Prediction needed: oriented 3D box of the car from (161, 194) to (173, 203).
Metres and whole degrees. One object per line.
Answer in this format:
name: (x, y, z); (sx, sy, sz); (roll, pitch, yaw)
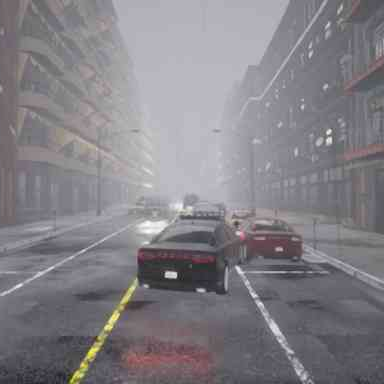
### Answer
car: (-5.445, 1.470, 72.871); (2.192, 1.841, 5.009); (1, 0, 0)

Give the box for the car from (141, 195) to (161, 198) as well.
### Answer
car: (-5.374, 1.367, 39.690); (2.192, 1.841, 5.009); (2, 0, 0)

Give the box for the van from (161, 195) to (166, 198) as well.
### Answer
van: (-5.398, 1.420, 50.748); (1.690, 1.788, 3.998); (2, 0, 0)

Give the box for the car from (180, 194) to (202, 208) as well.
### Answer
car: (-0.093, 1.285, 44.634); (2.150, 2.045, 5.566); (0, 0, 0)

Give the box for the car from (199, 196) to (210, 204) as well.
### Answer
car: (2.451, 1.574, 67.297); (1.967, 1.590, 4.097); (1, 0, 0)

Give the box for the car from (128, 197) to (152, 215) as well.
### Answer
car: (-5.368, 1.566, 33.988); (1.752, 1.417, 4.829); (2, 0, 0)

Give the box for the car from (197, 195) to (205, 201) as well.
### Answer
car: (2.362, 1.668, 89.422); (1.967, 1.590, 4.097); (1, 0, 0)

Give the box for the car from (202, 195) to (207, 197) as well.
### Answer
car: (2.465, 1.640, 56.235); (1.887, 1.381, 4.507); (1, 0, 0)

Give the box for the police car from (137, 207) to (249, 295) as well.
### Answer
police car: (0.256, 1.430, 9.033); (1.930, 1.638, 5.238); (0, 0, 15)

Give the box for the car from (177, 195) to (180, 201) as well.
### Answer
car: (-2.941, 1.581, 89.969); (2.097, 1.767, 4.553); (0, 0, 0)

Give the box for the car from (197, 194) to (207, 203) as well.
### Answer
car: (2.389, 1.492, 78.359); (2.192, 1.841, 5.009); (1, 0, 0)

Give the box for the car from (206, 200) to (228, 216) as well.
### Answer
car: (2.512, 1.585, 34.111); (1.887, 1.381, 4.507); (1, 0, 0)

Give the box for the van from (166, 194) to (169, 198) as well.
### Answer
van: (-5.411, 1.437, 56.280); (1.690, 1.788, 3.998); (1, 0, 0)

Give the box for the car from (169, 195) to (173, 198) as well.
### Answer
car: (-5.434, 1.450, 67.341); (2.192, 1.841, 5.009); (1, 0, 0)

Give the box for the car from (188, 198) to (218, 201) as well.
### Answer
car: (0.772, 1.479, 24.847); (1.801, 1.575, 5.366); (0, 0, 0)

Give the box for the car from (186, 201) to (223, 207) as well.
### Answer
car: (0.785, 1.492, 18.654); (1.882, 1.535, 5.008); (0, 0, 0)

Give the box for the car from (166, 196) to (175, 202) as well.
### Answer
car: (-5.475, 1.767, 83.933); (1.947, 1.339, 4.313); (1, 0, 0)

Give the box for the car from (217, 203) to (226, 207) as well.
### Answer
car: (2.547, 1.538, 17.691); (1.752, 1.417, 4.829); (1, 0, 0)

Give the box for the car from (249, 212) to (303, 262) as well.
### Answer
car: (2.559, 1.552, 11.989); (1.887, 1.381, 4.507); (1, 0, 0)

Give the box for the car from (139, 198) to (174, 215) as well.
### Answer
car: (-2.909, 1.521, 28.528); (2.128, 1.511, 4.902); (0, 0, 0)
